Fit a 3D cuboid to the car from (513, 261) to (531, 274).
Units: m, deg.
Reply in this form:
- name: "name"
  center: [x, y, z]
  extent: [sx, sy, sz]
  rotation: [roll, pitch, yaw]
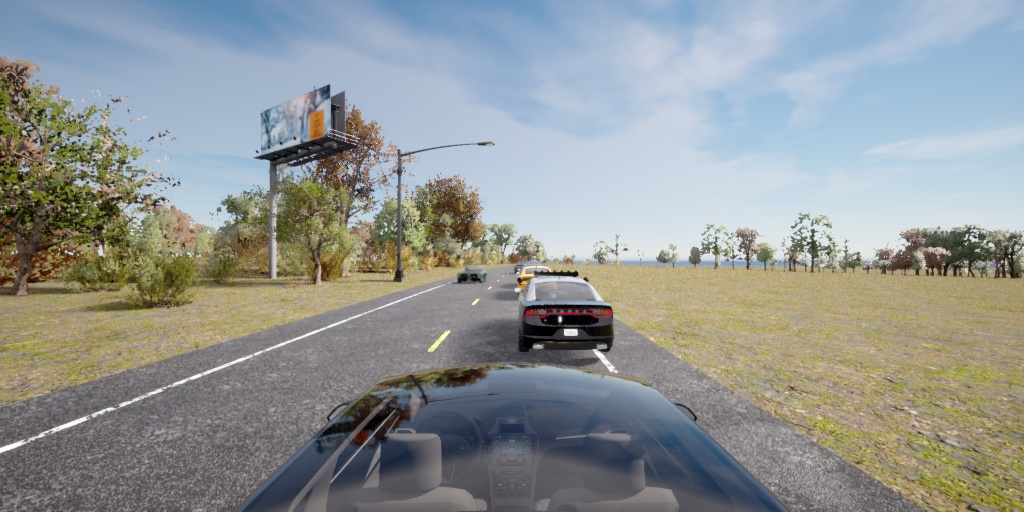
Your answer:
- name: "car"
  center: [1.325, 1.466, 45.966]
  extent: [2.128, 1.511, 4.902]
  rotation: [0, 0, 4]

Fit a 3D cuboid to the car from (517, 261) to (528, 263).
- name: "car"
  center: [1.420, 1.295, 24.902]
  extent: [1.882, 1.535, 5.008]
  rotation: [0, 0, 2]

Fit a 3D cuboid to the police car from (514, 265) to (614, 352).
- name: "police car"
  center: [1.092, 1.184, 9.068]
  extent: [1.930, 1.638, 5.238]
  rotation: [0, 0, 1]

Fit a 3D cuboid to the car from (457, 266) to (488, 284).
- name: "car"
  center: [-3.007, 1.436, 27.842]
  extent: [1.895, 1.301, 4.718]
  rotation: [0, 0, 2]

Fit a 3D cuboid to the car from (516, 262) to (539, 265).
- name: "car"
  center: [1.259, 1.267, 18.924]
  extent: [1.882, 1.535, 5.008]
  rotation: [0, 0, 1]
